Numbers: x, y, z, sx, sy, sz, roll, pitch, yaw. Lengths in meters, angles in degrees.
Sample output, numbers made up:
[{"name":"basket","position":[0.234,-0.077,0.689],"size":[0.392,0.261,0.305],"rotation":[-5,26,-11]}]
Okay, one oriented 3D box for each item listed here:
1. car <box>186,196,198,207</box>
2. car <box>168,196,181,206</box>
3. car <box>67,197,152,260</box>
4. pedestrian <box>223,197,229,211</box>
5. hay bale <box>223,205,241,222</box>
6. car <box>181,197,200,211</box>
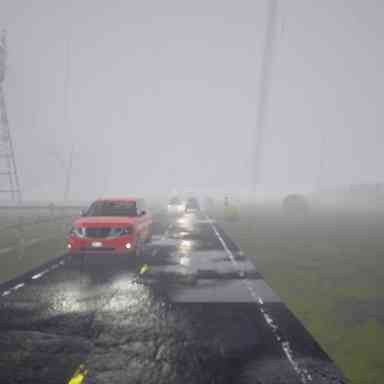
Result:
[{"name":"car","position":[-0.014,1.491,54.220],"size":[1.882,1.535,5.008],"rotation":[0,0,0]},{"name":"car","position":[-2.817,1.518,55.636],"size":[1.837,1.490,4.892],"rotation":[0,0,0]},{"name":"car","position":[-2.854,1.218,12.760],"size":[2.150,2.045,5.566],"rotation":[0,0,0]},{"name":"pedestrian","position":[2.817,1.297,27.294],"size":[0.375,1.860,0.375],"rotation":[-1,1,4]},{"name":"hay bale","position":[3.130,1.653,26.180],"size":[1.220,1.180,1.240],"rotation":[1,1,0]},{"name":"car","position":[0.049,1.552,41.148],"size":[2.033,1.411,5.357],"rotation":[0,0,0]}]
